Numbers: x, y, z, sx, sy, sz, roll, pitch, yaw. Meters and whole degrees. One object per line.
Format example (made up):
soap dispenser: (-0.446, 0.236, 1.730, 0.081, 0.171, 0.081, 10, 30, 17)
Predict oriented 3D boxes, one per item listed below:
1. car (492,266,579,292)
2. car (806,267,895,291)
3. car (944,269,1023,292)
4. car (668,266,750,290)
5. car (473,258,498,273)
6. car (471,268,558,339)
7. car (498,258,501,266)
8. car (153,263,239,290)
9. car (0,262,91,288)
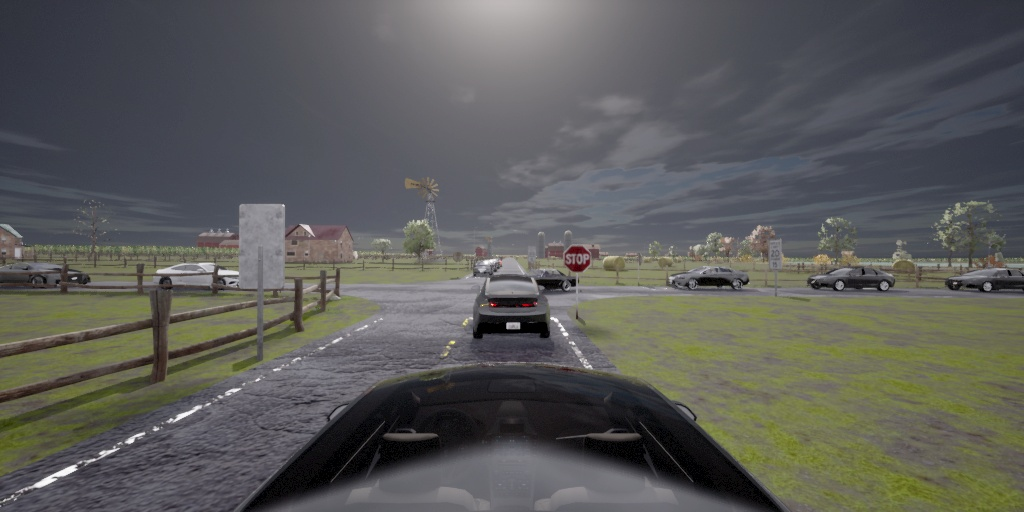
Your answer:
car: (1.488, 1.369, 20.178, 4.718, 1.301, 1.895, 1, 0, -35)
car: (22.187, 1.499, 23.589, 4.892, 1.490, 1.837, 1, -1, -1)
car: (31.689, 1.587, 23.716, 4.892, 1.490, 1.837, 1, -1, -1)
car: (12.785, 1.396, 23.413, 4.902, 1.511, 2.128, 1, -1, -2)
car: (-2.880, 1.243, 36.816, 2.128, 1.511, 4.902, 0, 0, 0)
car: (-0.079, 1.256, 10.131, 1.837, 1.490, 4.892, 0, 0, -2)
car: (-2.878, 1.241, 46.262, 2.128, 1.511, 4.902, 0, 0, 0)
car: (-17.255, 1.104, 20.077, 4.674, 1.442, 1.812, 1, -1, -1)
car: (-26.374, 1.048, 19.950, 4.181, 1.385, 1.994, 1, -1, -1)
